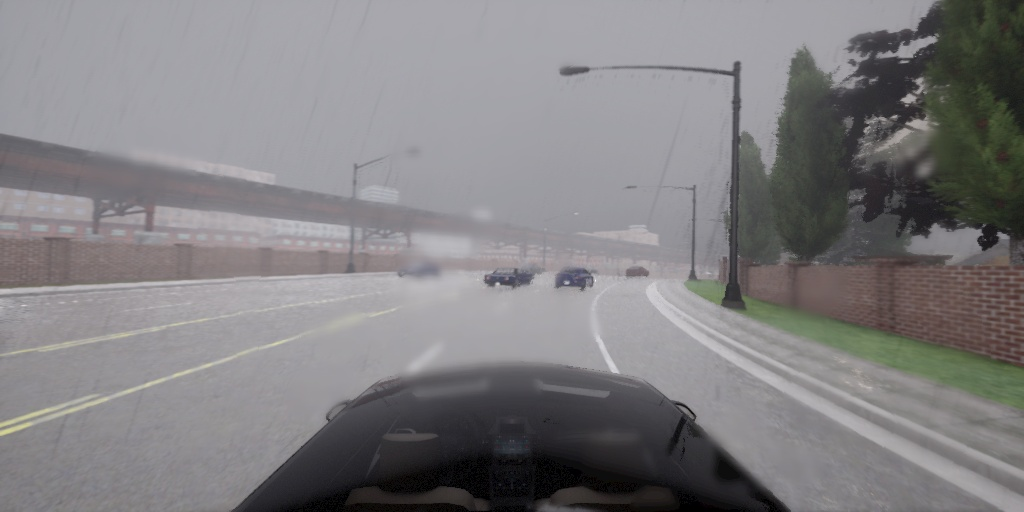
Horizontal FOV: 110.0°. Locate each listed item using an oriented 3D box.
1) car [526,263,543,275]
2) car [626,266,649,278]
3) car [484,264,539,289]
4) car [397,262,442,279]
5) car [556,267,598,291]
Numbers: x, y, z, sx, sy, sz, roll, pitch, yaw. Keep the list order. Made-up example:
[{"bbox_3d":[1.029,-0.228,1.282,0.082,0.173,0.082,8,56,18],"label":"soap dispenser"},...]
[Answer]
[{"bbox_3d":[2.050,1.625,43.986,2.033,1.411,5.357,1,-1,30],"label":"car"},{"bbox_3d":[16.901,2.154,48.025,1.882,1.535,5.008,0,-3,37],"label":"car"},{"bbox_3d":[-0.027,1.431,23.979,1.895,1.301,4.718,1,0,22],"label":"car"},{"bbox_3d":[-7.852,1.195,31.016,1.812,1.442,4.674,1,-1,22],"label":"car"},{"bbox_3d":[4.221,1.466,23.828,1.812,1.442,4.674,1,0,22],"label":"car"}]
